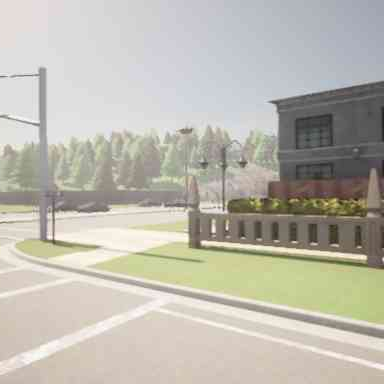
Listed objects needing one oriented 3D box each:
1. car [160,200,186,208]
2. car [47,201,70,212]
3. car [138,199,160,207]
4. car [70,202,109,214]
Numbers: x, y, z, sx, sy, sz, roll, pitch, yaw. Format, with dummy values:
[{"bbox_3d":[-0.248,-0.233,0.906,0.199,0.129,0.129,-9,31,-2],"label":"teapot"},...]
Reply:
[{"bbox_3d":[-2.504,1.981,54.625,1.895,1.301,4.718,-1,0,36],"label":"car"},{"bbox_3d":[-17.495,2.007,45.951,2.033,1.411,5.357,-1,0,36],"label":"car"},{"bbox_3d":[-7.570,1.950,59.517,2.128,1.511,4.902,-1,0,37],"label":"car"},{"bbox_3d":[-12.306,1.945,41.196,1.994,1.385,4.181,-1,0,36],"label":"car"}]
